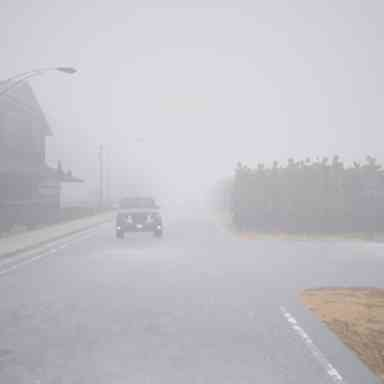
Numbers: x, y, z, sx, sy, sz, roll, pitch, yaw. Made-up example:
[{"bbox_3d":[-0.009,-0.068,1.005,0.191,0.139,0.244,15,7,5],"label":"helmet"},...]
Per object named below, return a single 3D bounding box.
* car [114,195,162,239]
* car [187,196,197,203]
[{"bbox_3d":[-2.903,1.201,17.800,2.150,2.045,5.566,0,0,-11],"label":"car"},{"bbox_3d":[-0.011,1.450,65.622,1.812,1.442,4.674,0,0,0],"label":"car"}]
